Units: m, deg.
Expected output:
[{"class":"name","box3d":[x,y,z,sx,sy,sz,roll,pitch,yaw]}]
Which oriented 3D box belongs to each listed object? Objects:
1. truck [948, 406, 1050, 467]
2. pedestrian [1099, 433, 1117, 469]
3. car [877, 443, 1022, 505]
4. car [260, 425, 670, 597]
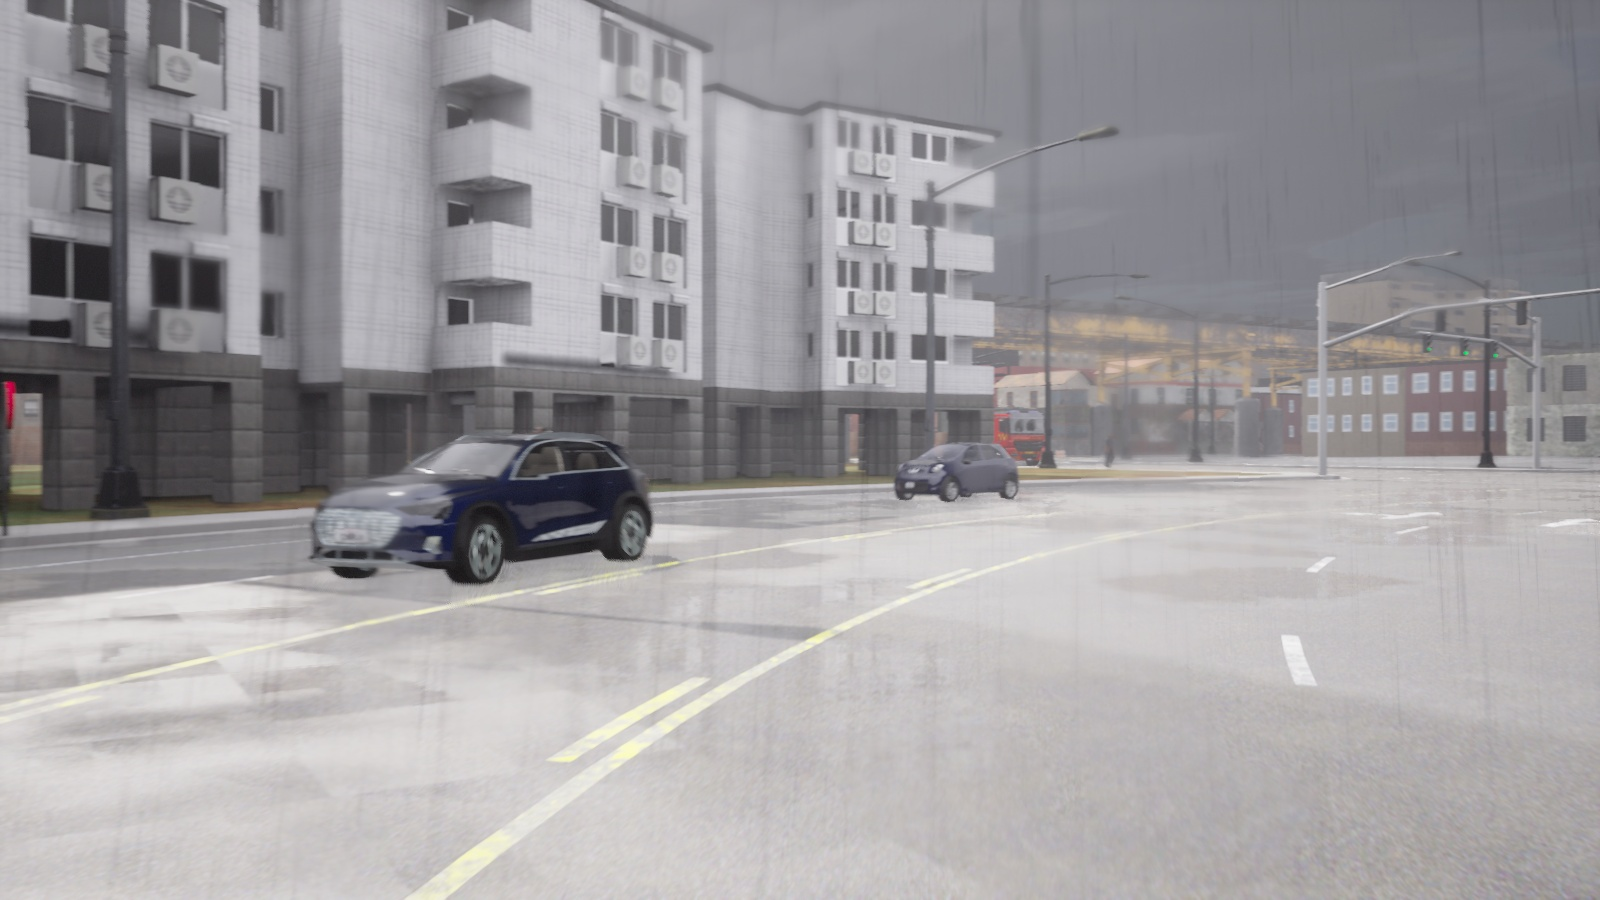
[{"class":"truck","box3d":[13.017,-0.862,82.909,2.891,3.827,8.468,0,0,-20]},{"class":"pedestrian","box3d":[15.816,0.068,64.532,0.540,1.848,0.694,0,0,-34]},{"class":"car","box3d":[3.889,0.584,32.404,1.845,1.501,3.633,0,0,45]},{"class":"car","box3d":[-3.617,0.587,14.671,2.033,1.649,4.856,0,0,24]}]
